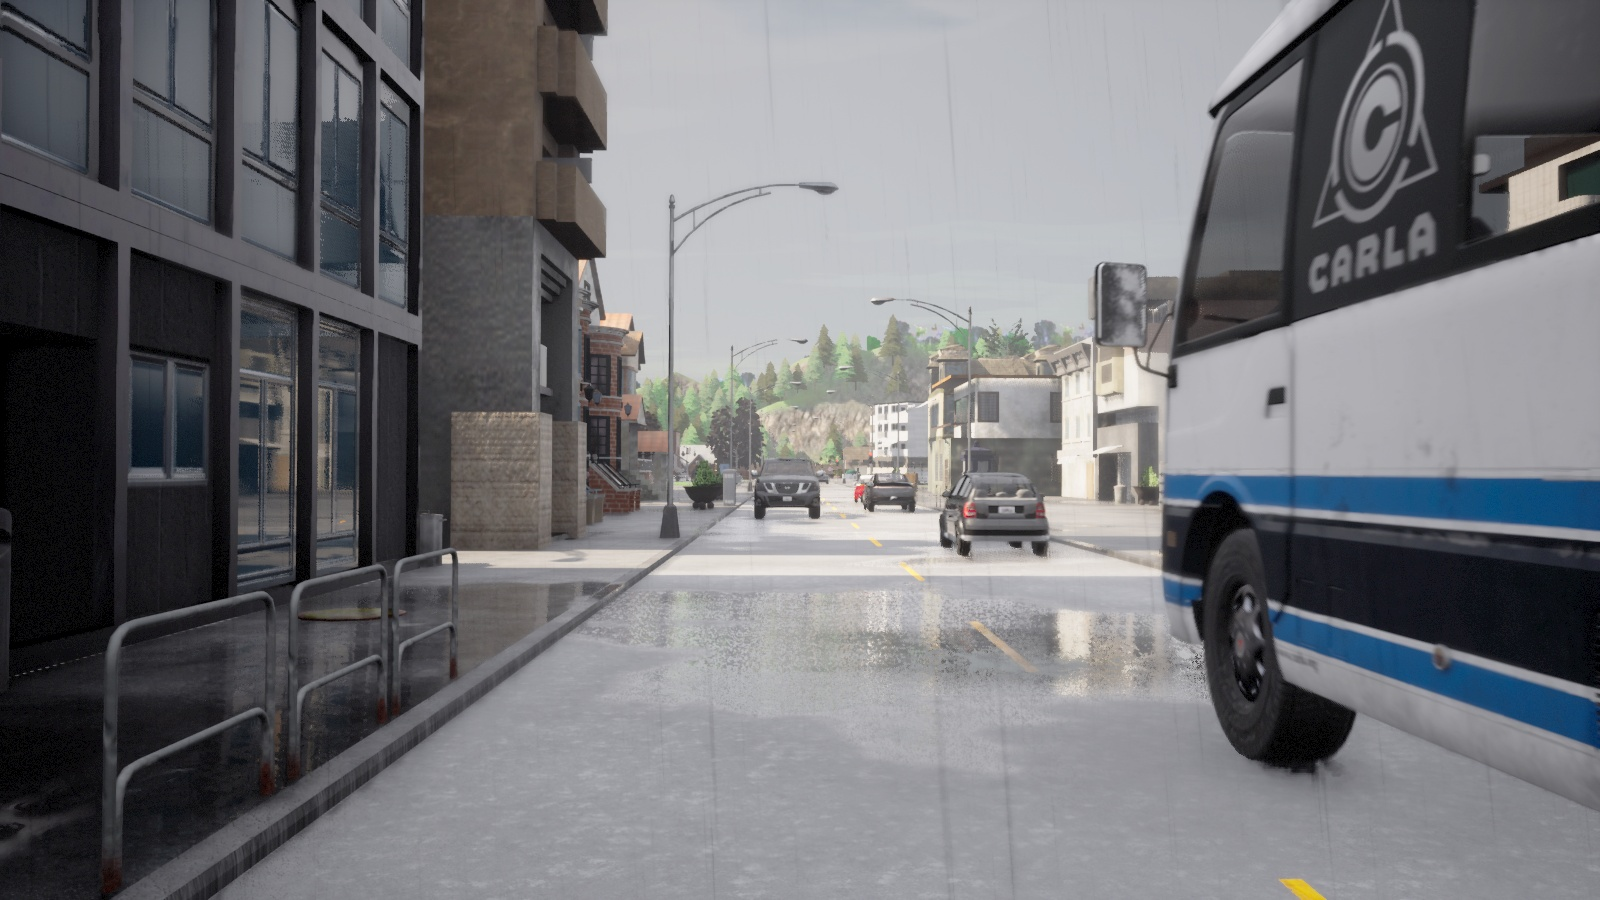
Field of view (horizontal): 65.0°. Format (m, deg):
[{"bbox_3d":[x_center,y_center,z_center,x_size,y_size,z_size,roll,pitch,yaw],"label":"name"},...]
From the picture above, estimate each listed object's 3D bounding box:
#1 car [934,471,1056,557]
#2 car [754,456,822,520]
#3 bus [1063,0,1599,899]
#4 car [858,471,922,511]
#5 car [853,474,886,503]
[{"bbox_3d":[3.750,1.192,24.723,1.789,1.549,3.705,0,-1,-1],"label":"car"},{"bbox_3d":[-0.420,1.250,42.660,2.150,2.045,5.566,0,-1,-1],"label":"car"},{"bbox_3d":[3.939,-0.512,3.937,3.944,4.253,10.273,0,-1,-1],"label":"bus"},{"bbox_3d":[3.514,1.593,49.932,2.128,1.511,4.902,0,-1,-1],"label":"car"},{"bbox_3d":[3.401,1.893,61.893,1.481,1.376,2.207,0,-1,-1],"label":"car"}]
